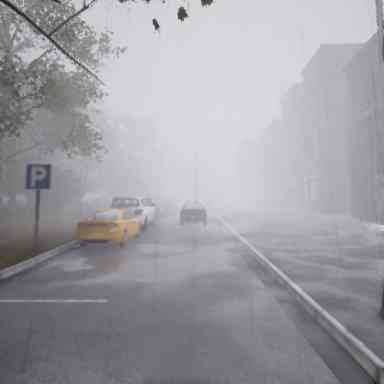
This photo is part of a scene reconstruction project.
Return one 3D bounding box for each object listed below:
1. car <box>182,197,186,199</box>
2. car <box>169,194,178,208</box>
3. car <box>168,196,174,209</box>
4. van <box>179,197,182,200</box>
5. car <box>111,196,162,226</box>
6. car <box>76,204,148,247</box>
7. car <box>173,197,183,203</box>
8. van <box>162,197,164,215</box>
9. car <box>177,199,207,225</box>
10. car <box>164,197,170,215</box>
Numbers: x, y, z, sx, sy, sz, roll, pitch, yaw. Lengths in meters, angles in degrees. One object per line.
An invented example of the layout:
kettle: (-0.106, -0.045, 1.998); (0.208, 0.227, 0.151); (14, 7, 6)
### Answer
car: (0.099, 1.672, 42.437); (2.033, 1.411, 5.357); (0, 0, 0)
car: (-3.656, 1.502, 48.779); (2.185, 1.767, 4.553); (0, 0, 2)
car: (-3.654, 1.587, 37.664); (2.097, 1.535, 5.008); (0, 0, 2)
van: (-3.651, 1.464, 65.639); (1.878, 1.987, 4.442); (0, 0, 2)
car: (-3.653, 1.286, 20.988); (2.435, 2.045, 5.566); (0, 0, 2)
car: (-3.654, 1.522, 15.383); (2.097, 1.535, 5.008); (0, 0, 2)
car: (-3.638, 2.067, 87.795); (2.163, 1.488, 4.792); (1, -2, 2)
van: (-3.650, 1.327, 26.646); (1.878, 1.987, 4.442); (0, 0, 2)
car: (0.099, 1.546, 25.071); (1.882, 1.535, 5.008); (0, 0, 0)
car: (-3.647, 1.567, 32.284); (1.946, 1.575, 5.366); (0, 0, 2)
